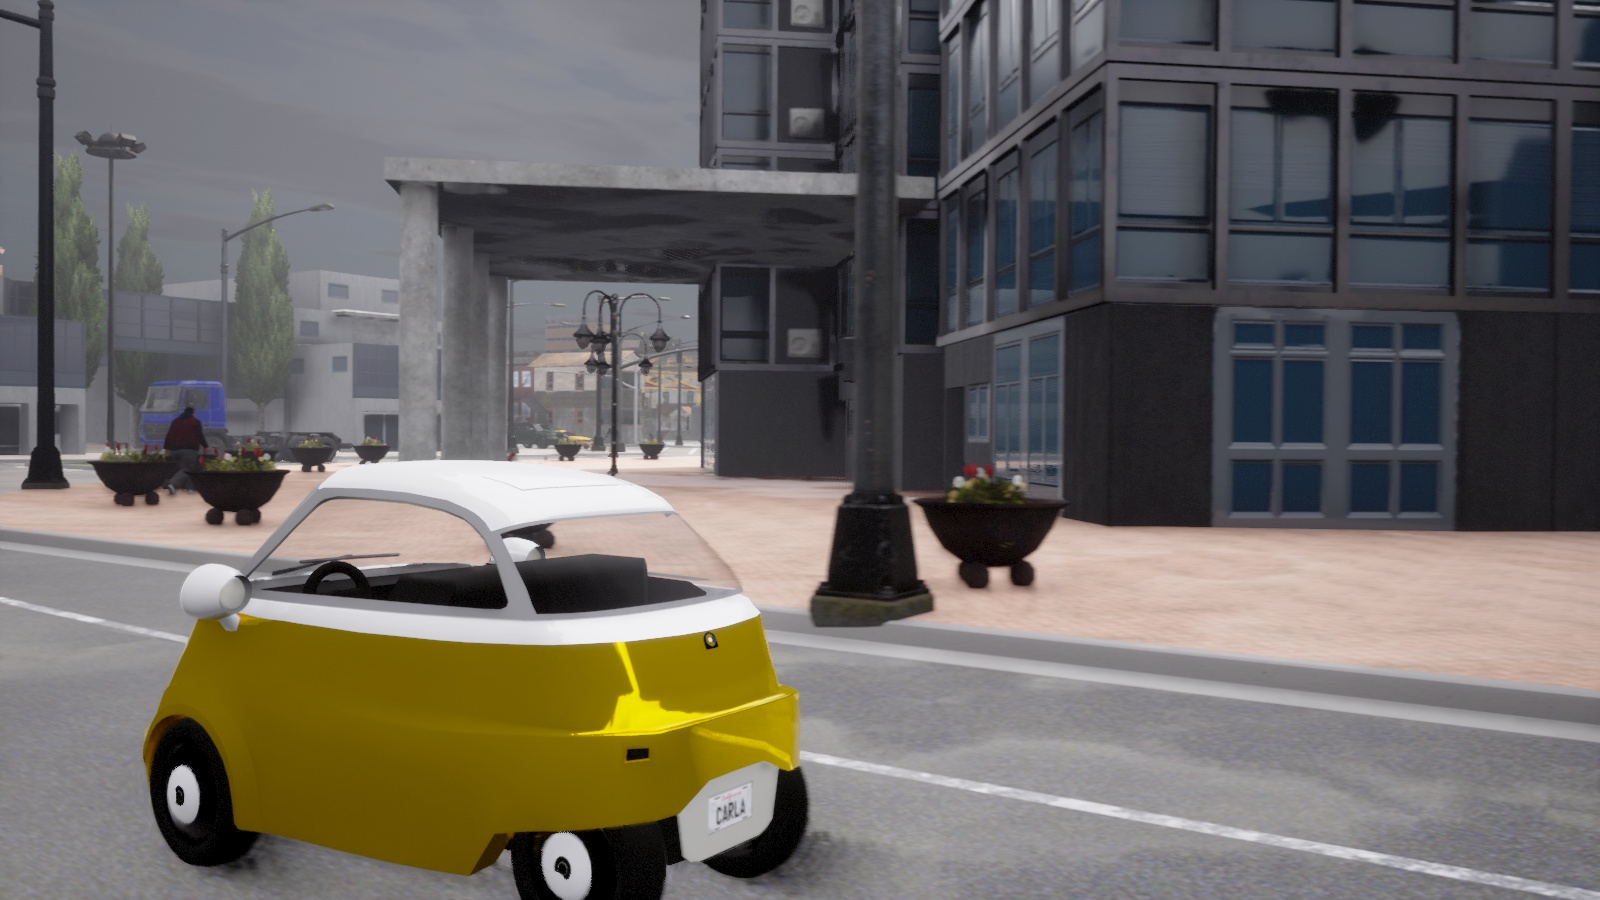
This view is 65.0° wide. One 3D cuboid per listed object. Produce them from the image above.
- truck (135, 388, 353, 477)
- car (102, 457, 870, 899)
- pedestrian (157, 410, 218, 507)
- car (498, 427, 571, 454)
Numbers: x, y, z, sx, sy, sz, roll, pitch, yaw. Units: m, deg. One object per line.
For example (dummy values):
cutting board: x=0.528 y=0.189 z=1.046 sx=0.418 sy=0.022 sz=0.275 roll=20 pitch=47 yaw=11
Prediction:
truck: x=-23.268 y=-0.760 z=52.963 sx=2.891 sy=3.462 sz=7.936 roll=0 pitch=1 yaw=38
car: x=-1.089 y=0.737 z=4.365 sx=2.207 sy=1.376 sz=1.481 roll=0 pitch=1 yaw=34
pedestrian: x=-11.949 y=0.161 z=24.512 sx=0.634 sy=1.844 sz=0.899 roll=0 pitch=1 yaw=13
car: x=-20.485 y=-0.732 z=96.761 sx=5.566 sy=2.045 sz=2.150 roll=0 pitch=1 yaw=33
